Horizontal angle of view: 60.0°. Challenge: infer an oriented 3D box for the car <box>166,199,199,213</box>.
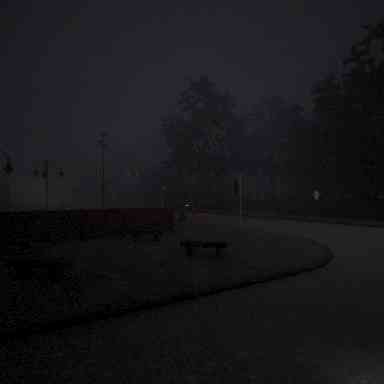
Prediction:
[{"bbox_3d":[-1.082,1.526,35.749,1.812,1.442,4.674,0,0,-35],"label":"car"}]
